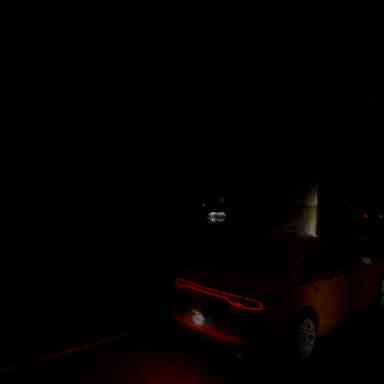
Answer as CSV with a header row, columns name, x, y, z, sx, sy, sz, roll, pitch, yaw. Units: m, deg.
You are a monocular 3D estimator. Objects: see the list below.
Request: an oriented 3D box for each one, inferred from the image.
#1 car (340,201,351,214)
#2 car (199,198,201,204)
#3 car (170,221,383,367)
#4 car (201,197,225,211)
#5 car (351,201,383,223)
name,x,y,z,sx,sy,sz,roll,pitch,yaw
car,17.622,1.712,38.364,2.033,1.411,5.357,0,0,-4
car,2.720,1.746,70.165,1.882,1.535,5.008,0,0,-8
car,1.898,1.503,5.992,5.008,1.535,1.882,0,0,-43
car,2.919,1.665,43.272,2.128,1.511,4.902,0,0,-8
car,11.831,1.446,21.465,2.097,1.767,4.553,0,0,21
